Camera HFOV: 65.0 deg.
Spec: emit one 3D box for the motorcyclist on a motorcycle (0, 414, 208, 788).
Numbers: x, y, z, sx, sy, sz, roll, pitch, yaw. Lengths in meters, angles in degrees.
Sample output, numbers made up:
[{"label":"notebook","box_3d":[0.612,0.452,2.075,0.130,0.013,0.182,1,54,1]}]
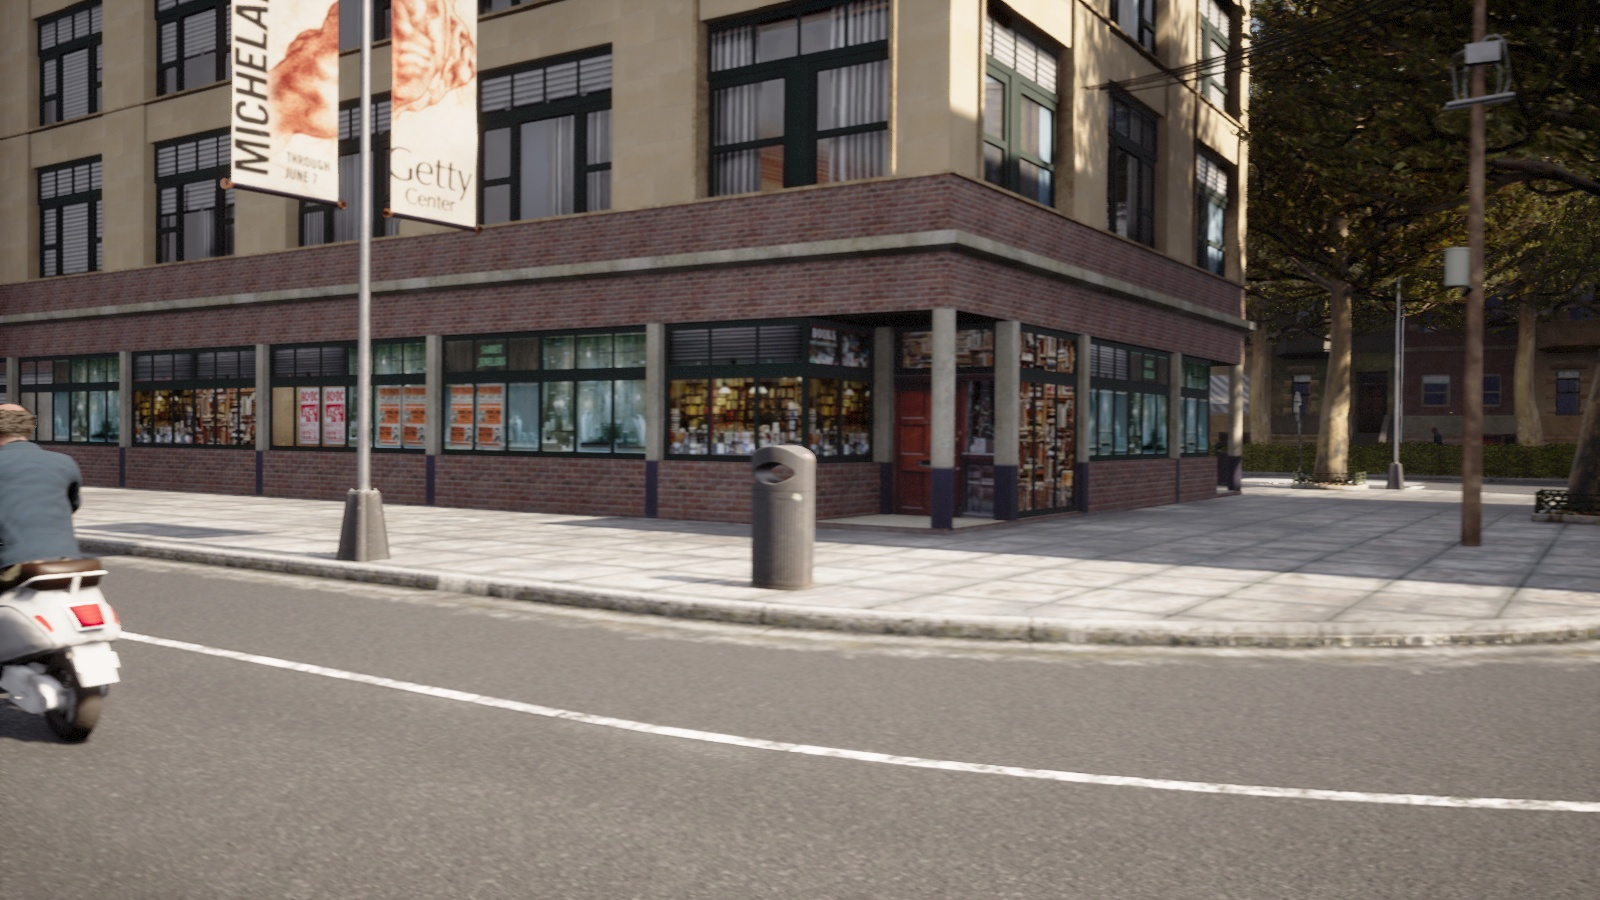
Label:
[{"label":"motorcyclist on a motorcycle","box_3d":[-3.857,0.635,6.185,1.817,1.590,0.866,0,1,34]}]
